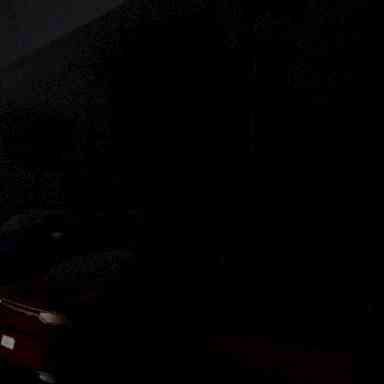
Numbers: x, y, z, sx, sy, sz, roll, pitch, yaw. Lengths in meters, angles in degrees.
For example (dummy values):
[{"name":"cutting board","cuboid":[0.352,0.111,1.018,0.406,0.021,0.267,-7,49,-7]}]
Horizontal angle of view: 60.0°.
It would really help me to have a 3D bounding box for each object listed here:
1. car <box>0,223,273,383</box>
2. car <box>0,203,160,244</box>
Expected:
[{"name":"car","cuboid":[-0.625,1.514,5.728,2.097,1.535,5.008,-1,-1,35]},{"name":"car","cuboid":[-2.870,1.308,7.297,2.435,2.045,5.566,-1,-1,36]}]
